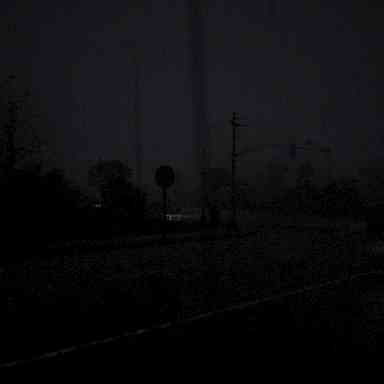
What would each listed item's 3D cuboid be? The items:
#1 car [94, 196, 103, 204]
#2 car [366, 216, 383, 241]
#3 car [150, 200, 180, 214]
[{"bbox_3d":[-16.908,1.499,59.716,1.812,1.442,4.674,1,1,-34],"label":"car"},{"bbox_3d":[10.885,1.747,15.990,1.812,1.442,4.674,1,0,-32],"label":"car"},{"bbox_3d":[-3.137,1.733,38.189,2.128,1.511,4.902,1,0,-32],"label":"car"}]
